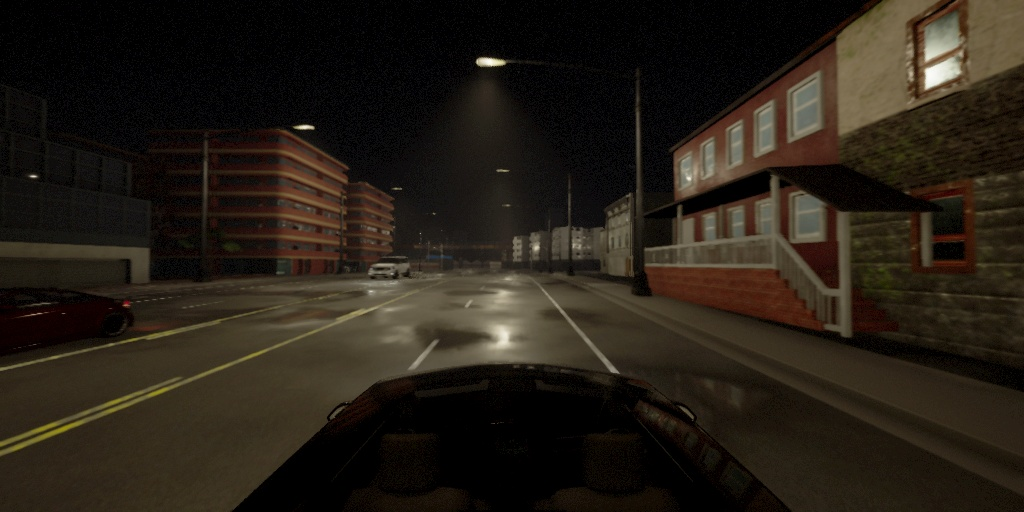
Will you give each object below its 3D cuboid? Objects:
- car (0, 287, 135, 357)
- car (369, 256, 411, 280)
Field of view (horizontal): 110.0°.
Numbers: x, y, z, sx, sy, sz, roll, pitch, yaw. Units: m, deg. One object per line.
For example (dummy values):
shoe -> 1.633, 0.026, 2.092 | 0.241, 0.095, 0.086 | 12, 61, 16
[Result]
car -> -10.499, 1.360, 7.257 | 1.994, 1.385, 4.181 | 0, 1, 0
car -> -10.499, 1.019, 31.271 | 2.150, 2.045, 5.566 | 0, -1, 0
